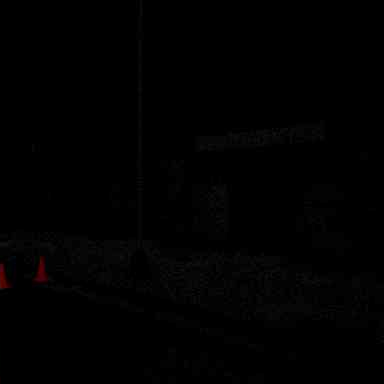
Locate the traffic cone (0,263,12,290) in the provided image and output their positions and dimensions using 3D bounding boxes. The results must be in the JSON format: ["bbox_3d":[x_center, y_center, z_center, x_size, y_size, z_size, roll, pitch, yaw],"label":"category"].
[{"bbox_3d":[-4.564,2.005,7.991,0.340,0.580,0.340,0,-1,37],"label":"traffic cone"}]

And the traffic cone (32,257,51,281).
[{"bbox_3d":[-3.968,2.016,8.794,0.340,0.580,0.340,0,-1,37],"label":"traffic cone"}]
